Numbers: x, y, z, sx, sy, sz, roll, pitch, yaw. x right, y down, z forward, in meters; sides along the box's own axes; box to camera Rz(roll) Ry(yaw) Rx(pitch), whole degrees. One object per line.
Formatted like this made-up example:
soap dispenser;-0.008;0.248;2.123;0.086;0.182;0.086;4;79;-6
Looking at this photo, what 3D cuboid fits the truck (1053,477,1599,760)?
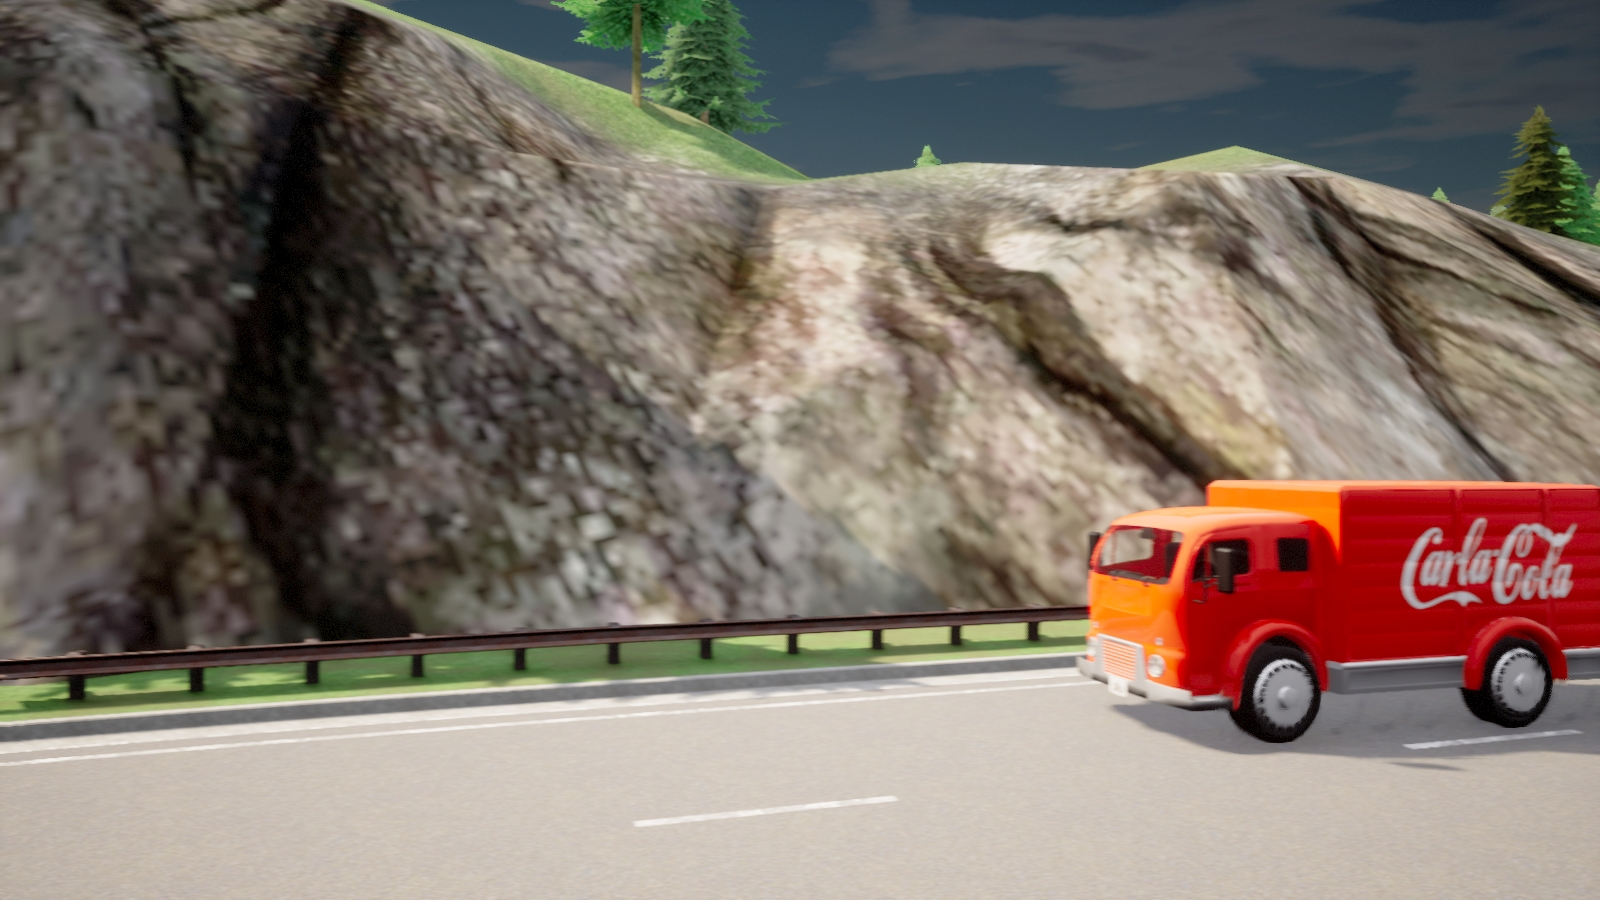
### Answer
truck;5.712;1.563;12.287;5.204;2.467;2.627;0;0;-16
